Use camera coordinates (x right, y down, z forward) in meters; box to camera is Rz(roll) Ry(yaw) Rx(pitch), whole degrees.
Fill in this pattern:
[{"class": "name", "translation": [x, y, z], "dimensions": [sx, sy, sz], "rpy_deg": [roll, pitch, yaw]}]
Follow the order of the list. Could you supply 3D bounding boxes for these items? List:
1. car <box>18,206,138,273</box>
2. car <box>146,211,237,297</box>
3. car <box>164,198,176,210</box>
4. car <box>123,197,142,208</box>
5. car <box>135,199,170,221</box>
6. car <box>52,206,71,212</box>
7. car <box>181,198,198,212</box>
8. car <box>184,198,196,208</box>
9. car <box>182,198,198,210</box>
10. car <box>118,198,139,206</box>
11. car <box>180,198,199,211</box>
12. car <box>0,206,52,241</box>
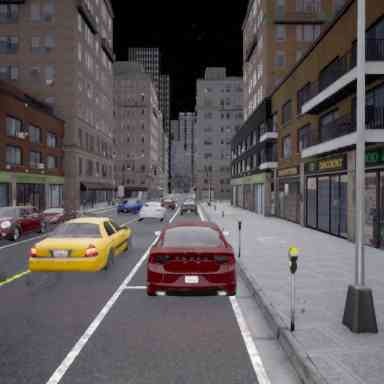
[{"class": "car", "translation": [-3.145, 1.454, 10.540], "dimensions": [1.801, 1.575, 5.366], "rpy_deg": [0, 0, 0]}, {"class": "car", "translation": [-0.006, 1.475, 8.652], "dimensions": [1.882, 1.535, 5.008], "rpy_deg": [0, 0, 0]}, {"class": "car", "translation": [-3.059, 1.505, 41.951], "dimensions": [1.812, 1.442, 4.674], "rpy_deg": [0, 0, 0]}, {"class": "car", "translation": [-8.821, 1.516, 49.695], "dimensions": [1.887, 1.381, 4.507], "rpy_deg": [-1, 0, 0]}, {"class": "car", "translation": [-3.060, 1.516, 26.582], "dimensions": [1.812, 1.442, 4.674], "rpy_deg": [0, 0, 0]}, {"class": "car", "translation": [-8.822, 1.575, 21.767], "dimensions": [1.802, 1.307, 4.206], "rpy_deg": [-1, 0, 0]}, {"class": "car", "translation": [-0.279, 1.507, 38.694], "dimensions": [1.752, 1.417, 4.829], "rpy_deg": [-1, 0, 0]}, {"class": "car", "translation": [-0.276, 1.554, 49.696], "dimensions": [1.802, 1.307, 4.206], "rpy_deg": [-1, 0, 0]}, {"class": "car", "translation": [-0.277, 1.543, 44.111], "dimensions": [1.947, 1.339, 4.313], "rpy_deg": [-1, 0, 0]}, {"class": "car", "translation": [-6.236, 1.463, 33.693], "dimensions": [1.882, 1.535, 5.008], "rpy_deg": [0, 0, 0]}, {"class": "car", "translation": [-0.280, 1.537, 32.939], "dimensions": [2.008, 1.369, 4.403], "rpy_deg": [-1, 0, 0]}, {"class": "car", "translation": [-8.823, 1.435, 16.181], "dimensions": [1.967, 1.590, 4.097], "rpy_deg": [-1, 0, 0]}]
